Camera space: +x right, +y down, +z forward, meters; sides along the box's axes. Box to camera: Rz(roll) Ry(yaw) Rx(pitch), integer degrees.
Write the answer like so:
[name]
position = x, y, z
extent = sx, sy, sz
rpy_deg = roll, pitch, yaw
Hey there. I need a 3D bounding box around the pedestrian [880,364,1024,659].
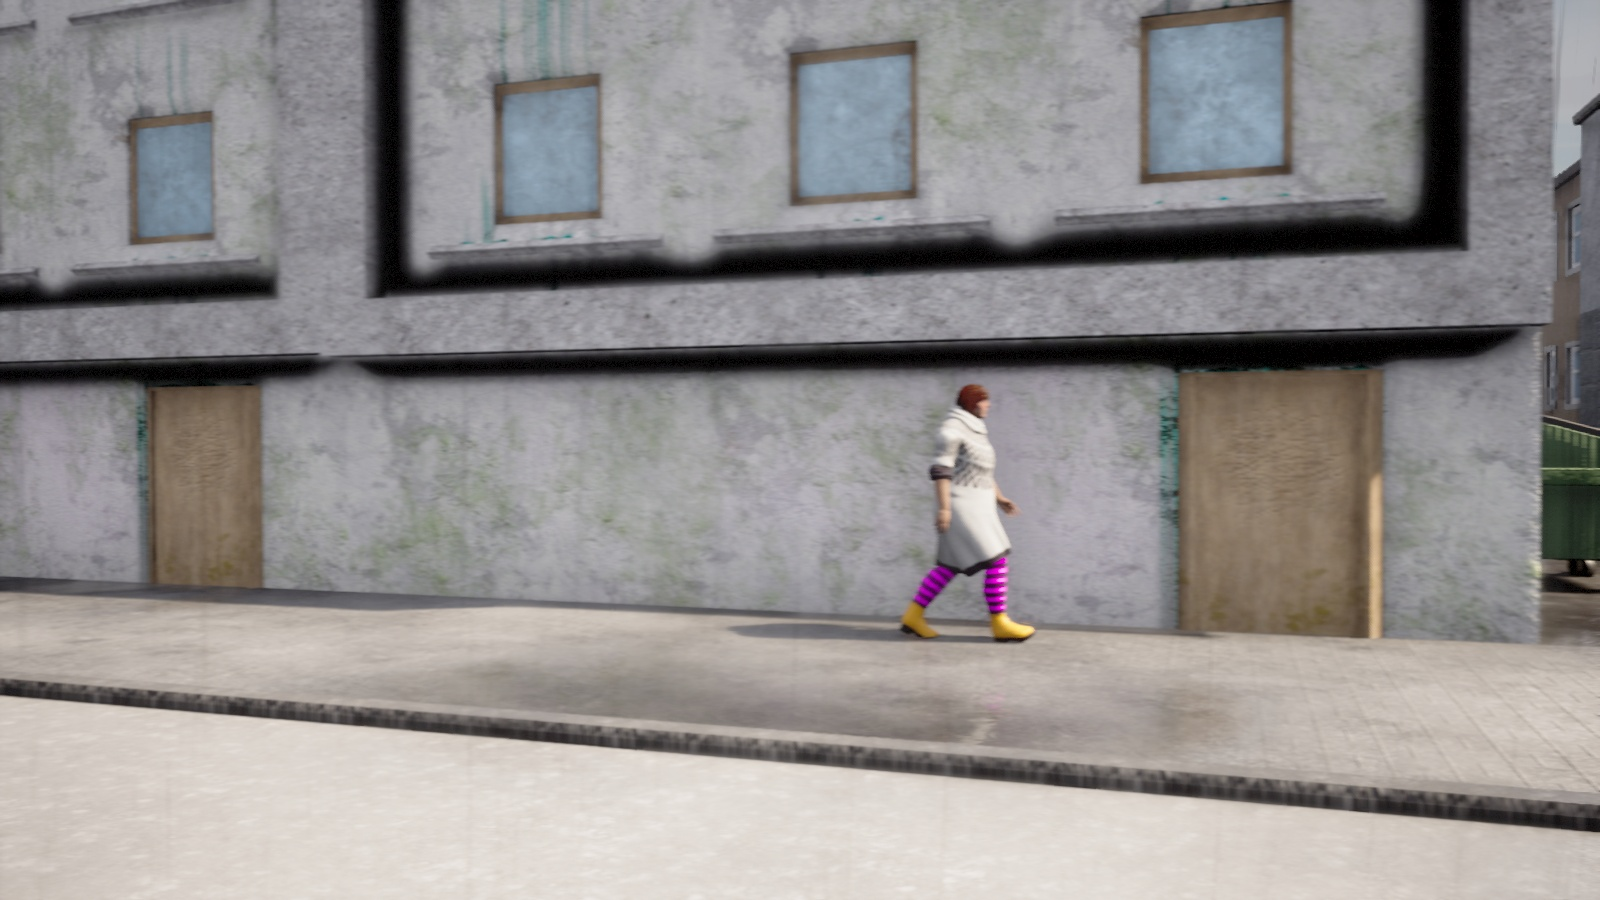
[pedestrian]
position = 1.072, 0.400, 8.765
extent = 0.873, 1.952, 0.659
rpy_deg = 1, 1, 19
